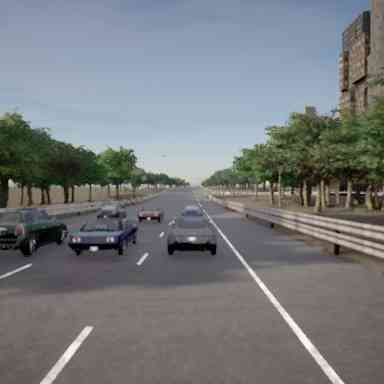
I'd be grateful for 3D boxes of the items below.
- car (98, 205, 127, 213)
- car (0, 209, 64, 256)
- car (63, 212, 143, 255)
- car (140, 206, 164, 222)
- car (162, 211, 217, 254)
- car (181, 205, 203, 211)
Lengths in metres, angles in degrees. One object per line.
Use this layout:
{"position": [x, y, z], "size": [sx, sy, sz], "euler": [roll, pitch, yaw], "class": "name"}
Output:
{"position": [-6.988, 1.829, 29.382], "size": [1.812, 1.442, 4.674], "euler": [0, 0, 0], "class": "car"}
{"position": [-6.995, 1.504, 14.061], "size": [2.097, 1.767, 4.553], "euler": [0, -1, 0], "class": "car"}
{"position": [-3.495, 1.755, 14.094], "size": [1.895, 1.301, 4.718], "euler": [0, -1, 0], "class": "car"}
{"position": [-3.491, 1.902, 29.092], "size": [1.895, 1.301, 4.718], "euler": [0, 0, 0], "class": "car"}
{"position": [0.008, 1.720, 14.278], "size": [1.994, 1.385, 4.181], "euler": [0, -1, 0], "class": "car"}
{"position": [0.011, 1.829, 29.382], "size": [1.812, 1.442, 4.674], "euler": [0, 0, 0], "class": "car"}
